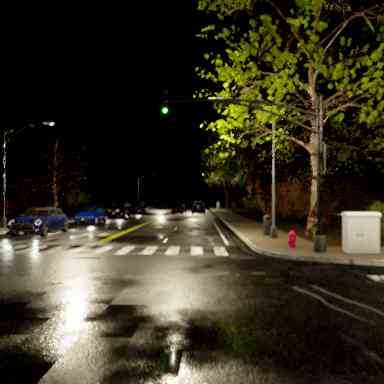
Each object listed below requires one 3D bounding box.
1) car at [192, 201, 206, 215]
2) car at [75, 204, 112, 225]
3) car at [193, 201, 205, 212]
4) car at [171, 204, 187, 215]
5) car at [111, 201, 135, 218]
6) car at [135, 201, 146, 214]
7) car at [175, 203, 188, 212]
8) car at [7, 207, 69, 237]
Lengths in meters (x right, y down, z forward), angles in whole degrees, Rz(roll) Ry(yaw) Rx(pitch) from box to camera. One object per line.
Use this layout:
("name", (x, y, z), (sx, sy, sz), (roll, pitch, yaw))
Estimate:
("car", (1.031, 2.550, 51.547), (2.097, 1.767, 4.553), (0, -1, 1))
("car", (-9.324, 2.155, 31.118), (1.882, 1.535, 5.008), (0, -1, 1))
("car", (1.285, 2.654, 61.606), (2.150, 2.045, 5.566), (0, -1, 1))
("car", (-2.229, 2.727, 51.238), (2.033, 1.411, 5.357), (0, -1, 1))
("car", (-9.062, 2.145, 41.397), (2.150, 2.045, 5.566), (0, -1, 1))
("car", (-8.743, 2.407, 52.357), (2.150, 2.045, 5.566), (0, -2, 2))
("car", (-1.966, 2.914, 61.653), (2.128, 1.511, 4.902), (0, -1, 1))
("car", (-9.581, 1.785, 21.039), (2.097, 1.767, 4.553), (0, -1, 2))
